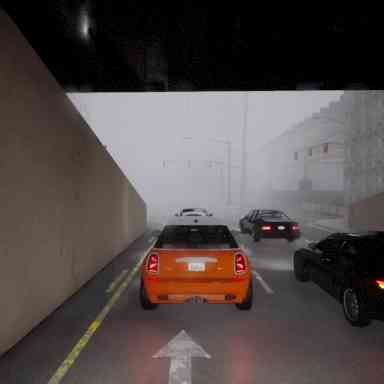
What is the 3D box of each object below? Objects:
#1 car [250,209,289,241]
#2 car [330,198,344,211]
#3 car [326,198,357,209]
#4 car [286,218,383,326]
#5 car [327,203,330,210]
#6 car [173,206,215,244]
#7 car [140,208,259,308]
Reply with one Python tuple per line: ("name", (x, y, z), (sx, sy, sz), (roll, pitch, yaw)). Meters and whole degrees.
("car", (3.626, 1.547, 16.406), (2.033, 1.411, 5.357), (0, 0, -3))
("car", (17.419, 1.453, 34.300), (2.038, 1.542, 4.974), (0, 0, -35))
("car", (17.558, 1.295, 38.944), (1.853, 1.218, 4.536), (0, 0, 45))
("car", (3.584, 1.526, 6.914), (1.812, 1.442, 4.674), (0, 0, 0))
("car", (17.522, 1.453, 38.907), (2.038, 1.542, 4.974), (0, 0, 45))
("car", (0.093, 1.526, 16.735), (1.812, 1.442, 4.674), (0, 0, 0))
("car", (0.086, 1.352, 8.057), (2.097, 1.767, 4.553), (0, 0, 0))
